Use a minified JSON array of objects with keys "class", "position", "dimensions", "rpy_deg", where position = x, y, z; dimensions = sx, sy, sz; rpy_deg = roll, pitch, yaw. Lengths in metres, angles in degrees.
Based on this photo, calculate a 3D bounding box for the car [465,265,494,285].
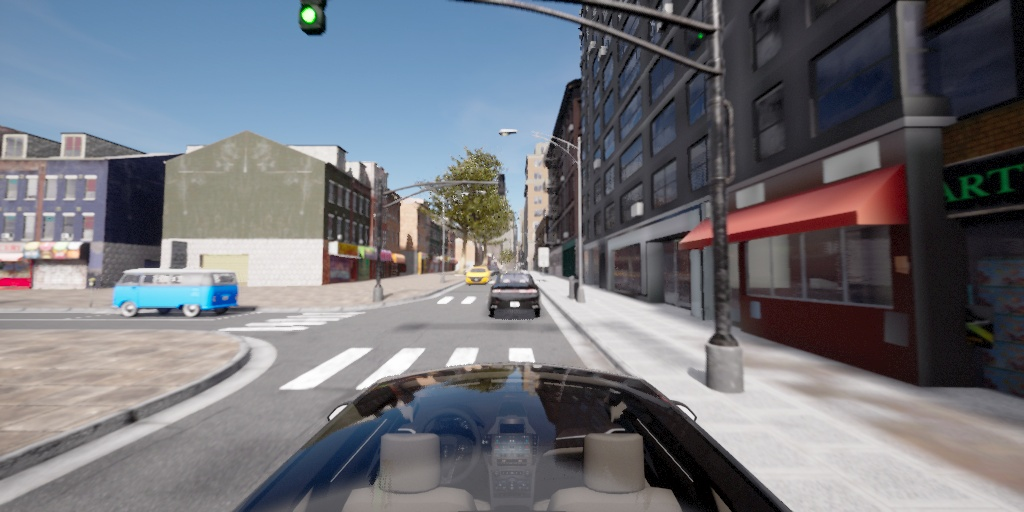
[{"class":"car","position":[-2.833,1.664,30.884],"dimensions":[1.882,1.535,5.008],"rpy_deg":[0,-1,0]}]

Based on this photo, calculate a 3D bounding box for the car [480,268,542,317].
[{"class":"car","position":[0.098,1.402,14.079],"dimensions":[2.128,1.511,4.902],"rpy_deg":[0,-1,0]}]

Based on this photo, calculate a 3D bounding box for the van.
[{"class":"van","position":[-12.920,1.395,13.828],"dimensions":[3.998,1.789,1.690],"rpy_deg":[0,0,0]}]

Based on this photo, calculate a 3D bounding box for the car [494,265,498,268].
[{"class":"car","position":[-2.781,2.149,53.347],"dimensions":[2.128,1.511,4.902],"rpy_deg":[0,-2,1]}]
